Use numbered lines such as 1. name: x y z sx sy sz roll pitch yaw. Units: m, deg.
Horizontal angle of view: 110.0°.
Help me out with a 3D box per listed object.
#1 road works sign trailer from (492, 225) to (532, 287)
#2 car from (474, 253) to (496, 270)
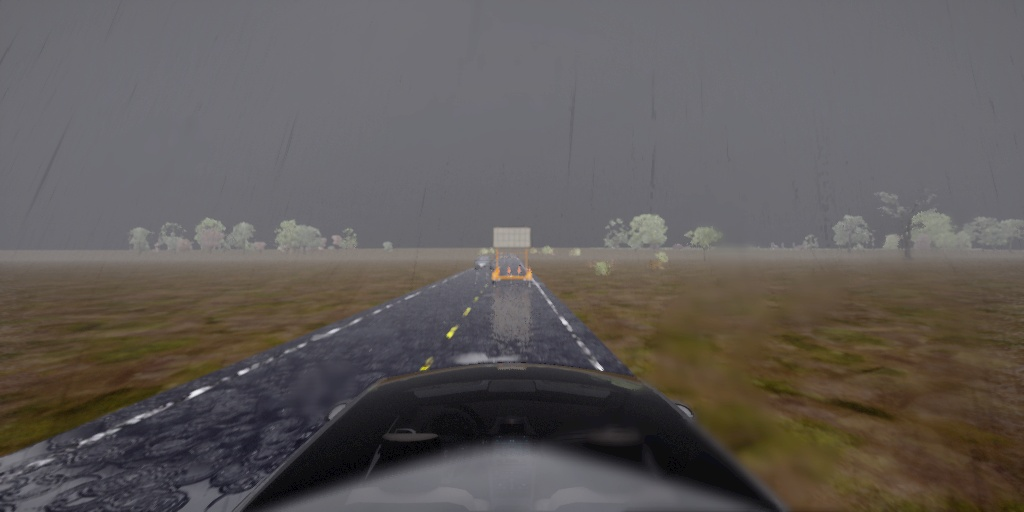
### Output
1. road works sign trailer: -0.006 -0.055 21.784 2.380 3.560 2.880 0 0 0
2. car: -3.079 0.738 39.302 2.128 1.511 4.902 0 1 0
